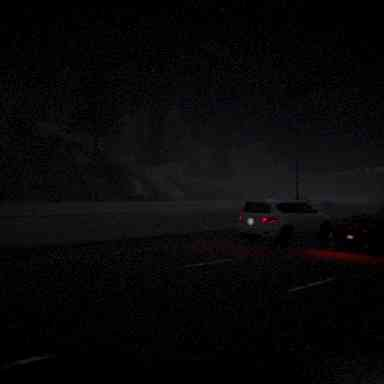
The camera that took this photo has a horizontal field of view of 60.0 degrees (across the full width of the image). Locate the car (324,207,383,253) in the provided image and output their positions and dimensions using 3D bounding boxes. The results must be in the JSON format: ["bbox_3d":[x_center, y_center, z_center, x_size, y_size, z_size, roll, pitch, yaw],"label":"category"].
[{"bbox_3d":[8.148,1.642,14.742,5.008,1.535,1.882,0,0,-40],"label":"car"}]

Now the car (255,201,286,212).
[{"bbox_3d":[10.735,1.989,45.429,1.895,1.301,4.718,0,0,44],"label":"car"}]

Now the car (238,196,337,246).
[{"bbox_3d":[4.672,1.371,16.391,5.566,2.045,2.150,0,0,-39],"label":"car"}]

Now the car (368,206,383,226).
[{"bbox_3d":[16.111,1.857,26.566,5.357,1.411,2.033,1,-1,-43],"label":"car"}]

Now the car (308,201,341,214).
[{"bbox_3d":[16.897,1.908,42.268,4.902,1.511,2.128,0,0,-44],"label":"car"}]

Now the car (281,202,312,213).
[{"bbox_3d":[13.677,2.001,43.478,1.895,1.301,4.718,0,0,44],"label":"car"}]

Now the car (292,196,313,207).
[{"bbox_3d":[21.269,1.820,63.984,2.150,2.045,5.566,0,0,38],"label":"car"}]
